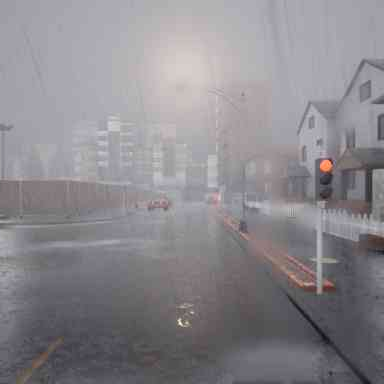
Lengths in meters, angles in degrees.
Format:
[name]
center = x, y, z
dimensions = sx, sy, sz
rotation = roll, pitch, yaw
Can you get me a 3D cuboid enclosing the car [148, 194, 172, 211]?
[car]
center = -4.082, 1.221, 41.246
dimensions = 2.150, 2.045, 5.566
rotation = 0, 0, 0
